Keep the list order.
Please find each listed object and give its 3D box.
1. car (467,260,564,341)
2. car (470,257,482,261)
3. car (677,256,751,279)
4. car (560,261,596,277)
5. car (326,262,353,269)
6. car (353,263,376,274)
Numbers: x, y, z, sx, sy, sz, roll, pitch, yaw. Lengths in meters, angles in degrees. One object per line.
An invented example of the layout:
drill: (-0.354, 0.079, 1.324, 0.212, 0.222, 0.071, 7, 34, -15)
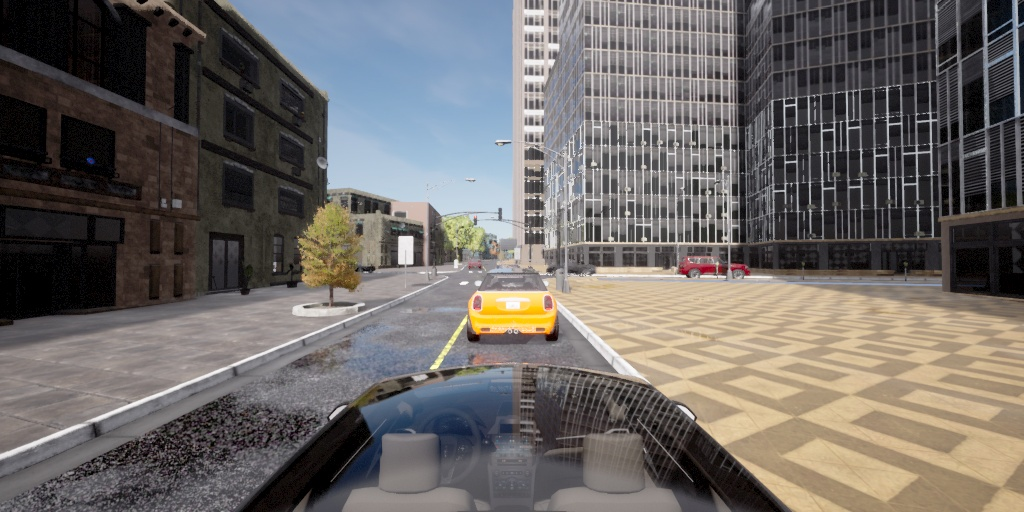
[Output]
car: (0.003, 1.105, 10.002, 2.097, 1.767, 4.553, 0, 0, 0)
car: (-5.483, 1.240, 53.359, 1.882, 1.535, 5.008, 0, 0, -6)
car: (15.742, 0.939, 28.258, 5.009, 1.841, 2.192, 0, 0, 18)
car: (5.645, 1.228, 34.186, 4.674, 1.442, 1.812, 0, -1, 18)
car: (-20.590, 1.317, 40.141, 4.313, 1.339, 1.948, 0, 0, 18)
car: (-18.415, 1.389, 42.039, 4.718, 1.301, 1.895, 0, -1, 18)
